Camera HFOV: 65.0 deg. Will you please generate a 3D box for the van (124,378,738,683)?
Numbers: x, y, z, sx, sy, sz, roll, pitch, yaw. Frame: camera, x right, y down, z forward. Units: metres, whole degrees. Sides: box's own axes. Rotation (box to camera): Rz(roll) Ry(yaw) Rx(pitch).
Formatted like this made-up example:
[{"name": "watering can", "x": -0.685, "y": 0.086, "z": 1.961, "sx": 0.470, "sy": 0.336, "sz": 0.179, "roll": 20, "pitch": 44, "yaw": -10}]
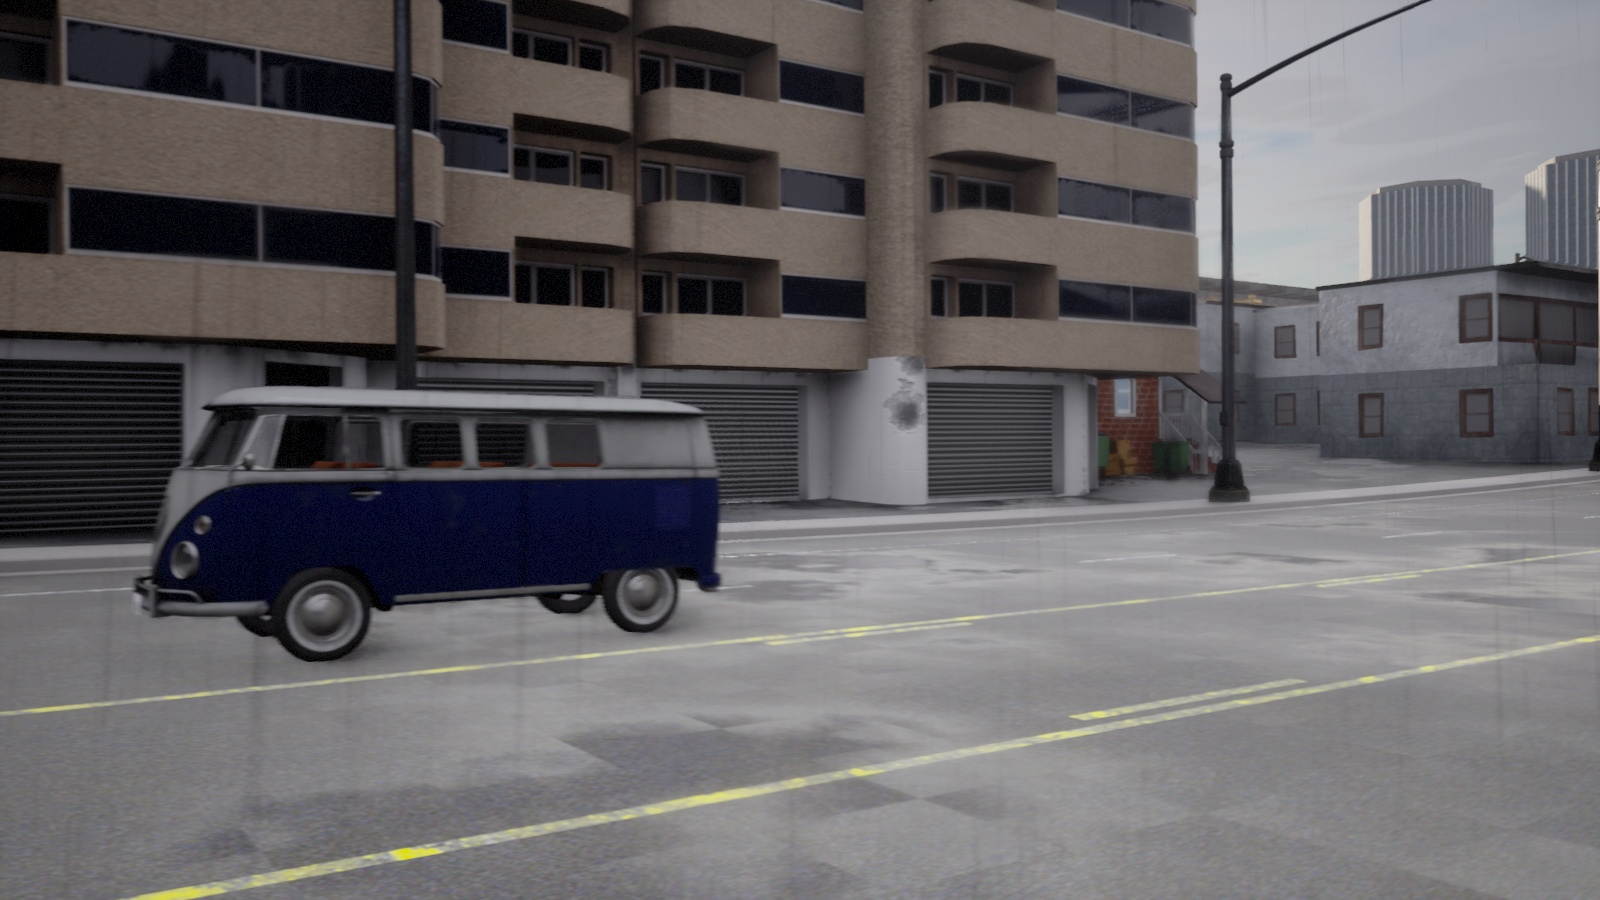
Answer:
[{"name": "van", "x": -2.865, "y": 0.528, "z": 10.194, "sx": 4.442, "sy": 1.987, "sz": 1.775, "roll": 0, "pitch": 0, "yaw": -35}]
